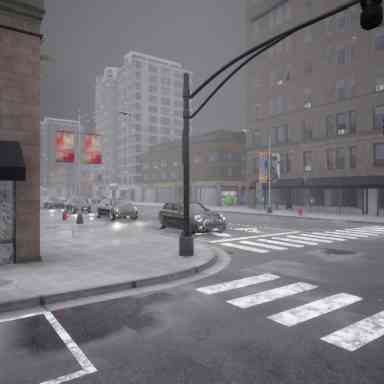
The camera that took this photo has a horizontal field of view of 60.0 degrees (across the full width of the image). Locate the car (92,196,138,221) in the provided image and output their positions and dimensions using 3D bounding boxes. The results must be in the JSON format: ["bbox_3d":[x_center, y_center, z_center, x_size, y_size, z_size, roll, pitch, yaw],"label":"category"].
[{"bbox_3d":[-6.179,1.317,27.155,2.097,1.767,4.553,0,0,-36],"label":"car"}]

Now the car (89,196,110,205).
[{"bbox_3d":[-16.144,1.411,57.919,1.837,1.490,4.892,0,0,-36],"label":"car"}]

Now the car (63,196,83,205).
[{"bbox_3d":[-21.393,1.450,59.649,2.033,1.411,5.357,0,0,-36],"label":"car"}]

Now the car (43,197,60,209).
[{"bbox_3d":[-18.296,1.439,43.998,1.837,1.490,4.892,0,0,-35],"label":"car"}]

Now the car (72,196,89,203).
[{"bbox_3d":[-22.228,1.452,66.335,1.994,1.385,4.181,0,0,-36],"label":"car"}]

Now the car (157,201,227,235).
[{"bbox_3d":[-0.118,1.332,18.769,2.097,1.767,4.553,0,0,-36],"label":"car"}]

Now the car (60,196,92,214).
[{"bbox_3d":[-12.237,1.454,35.549,1.837,1.490,4.892,0,0,-36],"label":"car"}]
